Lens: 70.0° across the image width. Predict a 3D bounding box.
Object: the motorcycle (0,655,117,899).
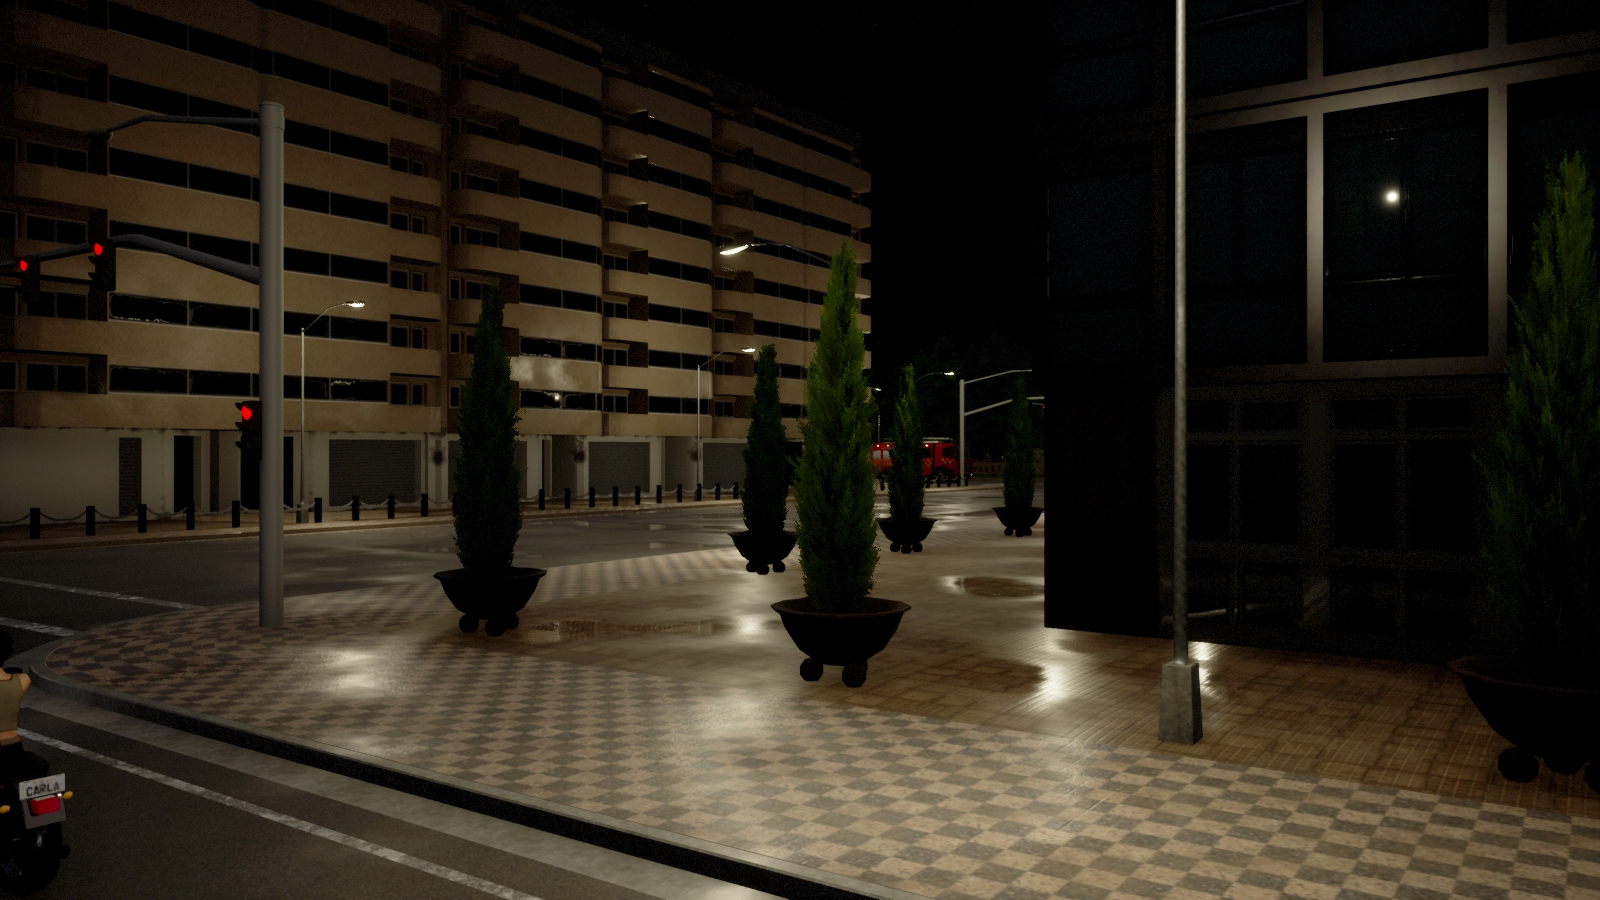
[{"bbox_3d":[-5.562,2.151,7.682,2.356,1.307,0.764,0,0,35],"label":"motorcycle"}]
